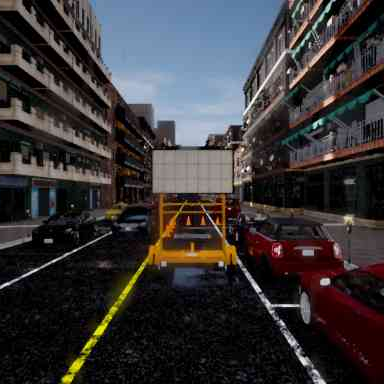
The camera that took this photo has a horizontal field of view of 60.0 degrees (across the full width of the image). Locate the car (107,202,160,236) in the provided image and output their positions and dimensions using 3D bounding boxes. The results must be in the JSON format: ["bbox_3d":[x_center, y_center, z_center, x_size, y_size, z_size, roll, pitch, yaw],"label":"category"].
[{"bbox_3d":[-3.072,1.524,18.386,1.812,1.442,4.674,0,0,0],"label":"car"}]

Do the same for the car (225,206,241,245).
[{"bbox_3d":[2.715,1.550,15.318,2.008,1.369,4.403,0,0,0],"label":"car"}]

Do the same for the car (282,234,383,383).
[{"bbox_3d":[2.699,1.545,4.046,1.887,1.381,4.507,0,0,0],"label":"car"}]

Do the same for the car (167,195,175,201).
[{"bbox_3d":[-5.557,1.513,88.609,1.887,1.381,4.507,0,0,0],"label":"car"}]

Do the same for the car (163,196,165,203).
[{"bbox_3d":[-5.615,1.303,49.154,2.192,1.841,5.009,0,0,0],"label":"car"}]

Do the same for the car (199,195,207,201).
[{"bbox_3d":[2.823,1.514,88.592,1.887,1.381,4.507,0,0,0],"label":"car"}]

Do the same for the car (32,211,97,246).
[{"bbox_3d":[-5.666,1.565,15.334,1.947,1.339,4.313,0,0,0],"label":"car"}]

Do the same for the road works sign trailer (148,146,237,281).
[{"bbox_3d":[0.016,0.464,9.819,2.380,3.560,2.880,0,0,0],"label":"road works sign trailer"}]

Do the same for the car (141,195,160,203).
[{"bbox_3d":[-5.624,1.431,43.517,1.967,1.590,4.097,0,0,0],"label":"car"}]

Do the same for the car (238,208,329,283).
[{"bbox_3d":[2.707,1.440,9.683,1.967,1.590,4.097,0,0,0],"label":"car"}]

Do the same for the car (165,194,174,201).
[{"bbox_3d":[-5.566,1.412,82.971,1.967,1.590,4.097,0,0,0],"label":"car"}]

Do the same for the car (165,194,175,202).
[{"bbox_3d":[-5.573,1.290,77.336,2.192,1.841,5.009,0,0,0],"label":"car"}]

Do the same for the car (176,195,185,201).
[{"bbox_3d":[-2.877,1.478,83.004,1.837,1.490,4.892,0,0,0],"label":"car"}]

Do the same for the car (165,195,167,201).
[{"bbox_3d":[-5.608,1.568,54.790,1.802,1.307,4.206,0,0,0],"label":"car"}]

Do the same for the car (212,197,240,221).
[{"bbox_3d":[2.733,1.312,26.592,2.192,1.841,5.009,0,0,0],"label":"car"}]

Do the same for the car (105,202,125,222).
[{"bbox_3d":[-5.649,1.522,26.437,1.752,1.417,4.829,0,0,0],"label":"car"}]

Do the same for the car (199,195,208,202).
[{"bbox_3d":[2.807,1.500,77.489,1.752,1.417,4.829,0,0,0],"label":"car"}]
